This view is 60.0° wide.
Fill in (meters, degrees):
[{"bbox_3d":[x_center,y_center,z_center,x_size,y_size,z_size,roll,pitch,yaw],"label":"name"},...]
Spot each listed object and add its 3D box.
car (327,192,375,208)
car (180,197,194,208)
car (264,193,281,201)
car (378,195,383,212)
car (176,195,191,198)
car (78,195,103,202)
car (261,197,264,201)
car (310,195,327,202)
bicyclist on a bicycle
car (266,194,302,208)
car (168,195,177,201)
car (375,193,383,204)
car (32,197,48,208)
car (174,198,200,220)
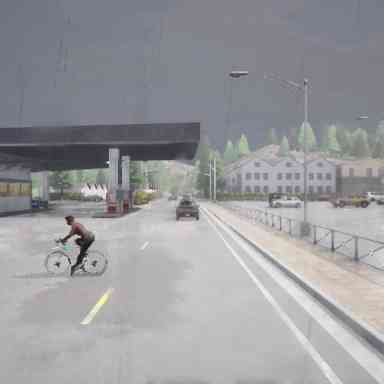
[{"bbox_3d":[20.423,1.097,42.867,4.605,1.855,1.932,0,0,-2],"label":"car"},{"bbox_3d":[-0.736,1.505,47.871,1.837,1.490,4.892,0,0,-1],"label":"car"},{"bbox_3d":[12.479,1.077,45.965,3.866,1.878,1.905,0,0,-2],"label":"car"},{"bbox_3d":[20.009,1.298,30.397,4.514,1.523,2.007,0,0,-2],"label":"car"},{"bbox_3d":[-0.555,1.478,37.894,1.882,1.535,5.008,0,0,-1],"label":"car"},{"bbox_3d":[-20.654,1.334,67.896,4.902,1.511,2.128,0,0,-1],"label":"car"},{"bbox_3d":[16.758,1.334,68.686,4.902,1.511,2.128,0,0,-1],"label":"car"},{"bbox_3d":[26.998,1.286,68.902,5.008,1.535,1.882,0,0,-1],"label":"car"},{"bbox_3d":[-3.109,1.453,8.909,1.656,1.620,0.582,0,0,-1],"label":"bicyclist on a bicycle"},{"bbox_3d":[11.947,1.361,42.627,3.806,1.475,1.970,0,0,-2],"label":"car"},{"bbox_3d":[-5.013,1.553,85.832,1.994,1.385,4.181,0,0,-1],"label":"car"},{"bbox_3d":[30.266,1.298,50.045,4.514,1.523,2.007,0,0,-2],"label":"car"},{"bbox_3d":[-21.525,1.480,45.701,2.242,1.667,4.611,0,0,-2],"label":"car"},{"bbox_3d":[-0.373,1.505,27.733,1.837,1.490,4.892,0,0,-1],"label":"car"}]
